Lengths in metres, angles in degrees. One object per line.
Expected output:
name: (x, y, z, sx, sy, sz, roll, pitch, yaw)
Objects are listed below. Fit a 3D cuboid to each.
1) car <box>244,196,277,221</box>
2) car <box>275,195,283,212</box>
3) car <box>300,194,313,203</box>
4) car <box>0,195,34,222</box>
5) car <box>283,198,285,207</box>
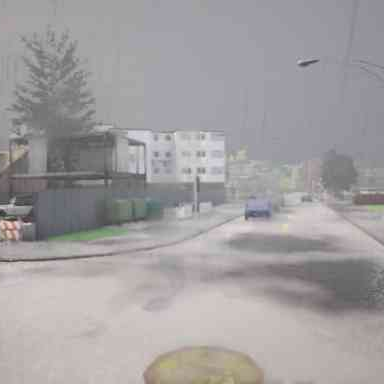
car: (5.362, 1.338, 26.312, 1.882, 1.535, 5.008, -1, 0, 18)
car: (8.290, 1.273, 35.258, 1.882, 1.535, 5.008, -1, 0, 18)
car: (19.636, 1.061, 57.027, 2.128, 1.511, 4.902, -1, 0, 18)
car: (-12.121, 1.131, 23.203, 3.866, 1.878, 1.905, -1, 0, -37)
car: (11.578, 1.214, 45.157, 2.128, 1.511, 4.902, -1, 0, 18)
